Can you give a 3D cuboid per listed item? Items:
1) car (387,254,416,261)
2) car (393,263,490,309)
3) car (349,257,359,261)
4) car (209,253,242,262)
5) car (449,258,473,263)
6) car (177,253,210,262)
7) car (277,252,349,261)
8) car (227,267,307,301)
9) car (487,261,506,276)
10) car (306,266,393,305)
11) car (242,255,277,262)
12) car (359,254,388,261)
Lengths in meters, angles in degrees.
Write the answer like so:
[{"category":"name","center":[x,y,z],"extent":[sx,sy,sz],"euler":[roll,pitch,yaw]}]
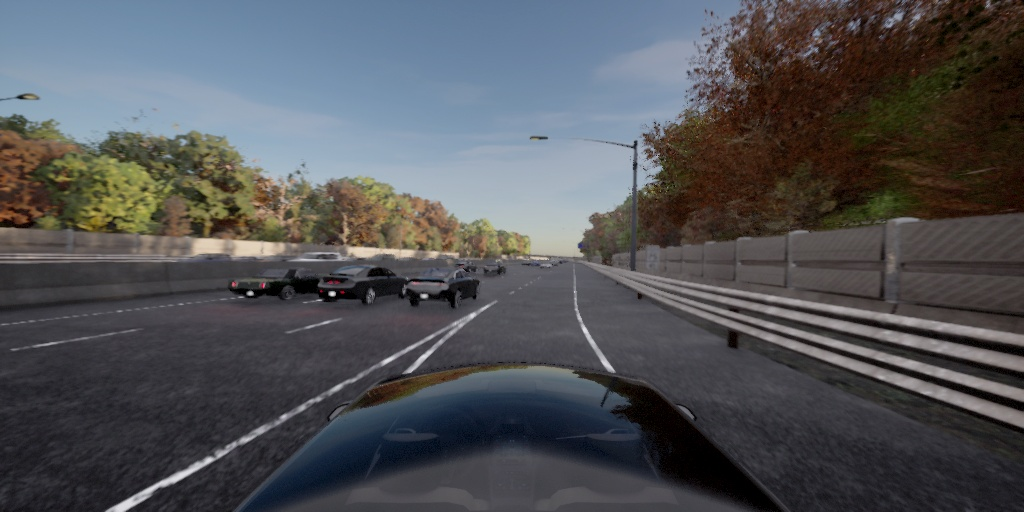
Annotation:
[{"category":"car","center":[-14.602,0.937,49.024],"extent":[2.097,1.767,4.553],"euler":[1,0,10]},{"category":"car","center":[-2.666,1.218,14.947],"extent":[2.128,1.511,4.902],"euler":[1,0,10]},{"category":"car","center":[-21.586,0.917,49.663],"extent":[1.837,1.490,4.892],"euler":[1,0,10]},{"category":"car","center":[-24.453,0.759,33.196],"extent":[2.128,1.511,4.902],"euler":[1,0,10]},{"category":"car","center":[-5.285,1.287,41.059],"extent":[1.837,1.490,4.892],"euler":[1,0,10]},{"category":"car","center":[-28.047,0.528,32.938],"extent":[2.097,1.767,4.553],"euler":[1,0,10]},{"category":"car","center":[-17.548,0.659,32.062],"extent":[2.150,2.045,5.566],"euler":[1,-1,10]},{"category":"car","center":[-9.617,1.159,15.864],"extent":[1.895,1.301,4.718],"euler":[1,0,10]},{"category":"car","center":[-1.872,1.354,40.268],"extent":[2.128,1.511,4.902],"euler":[1,0,10]},{"category":"car","center":[-6.136,1.149,15.424],"extent":[1.837,1.490,4.892],"euler":[1,0,10]},{"category":"car","center":[-21.064,0.698,32.273],"extent":[2.097,1.767,4.553],"euler":[1,0,10]},{"category":"car","center":[-18.068,0.720,49.452],"extent":[2.150,2.045,5.566],"euler":[1,0,10]}]
